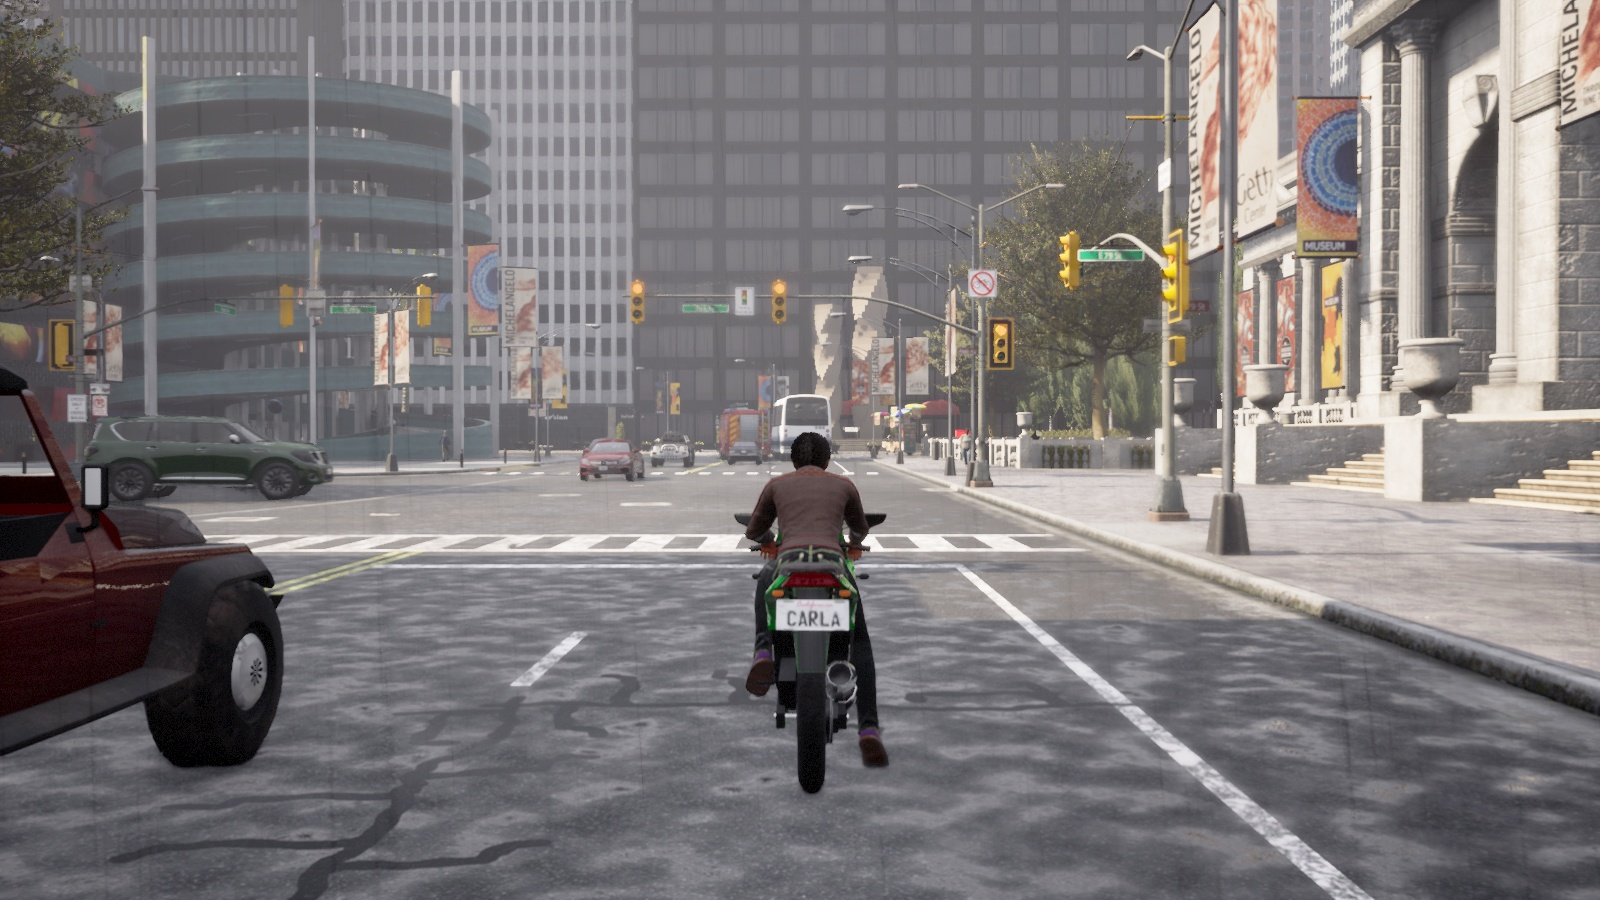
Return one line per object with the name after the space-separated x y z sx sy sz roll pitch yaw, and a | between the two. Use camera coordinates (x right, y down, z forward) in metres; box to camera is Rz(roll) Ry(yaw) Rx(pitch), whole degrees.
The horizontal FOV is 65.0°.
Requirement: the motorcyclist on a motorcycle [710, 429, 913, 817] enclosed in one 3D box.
0.049 0.672 5.960 0.797 1.523 2.044 0 1 0 | motorcyclist on a motorcycle

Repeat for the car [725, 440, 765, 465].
-3.110 0.110 71.960 2.033 1.411 5.357 0 1 0 | car

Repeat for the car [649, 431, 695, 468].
-6.618 -0.063 65.560 1.932 1.855 4.605 0 1 0 | car

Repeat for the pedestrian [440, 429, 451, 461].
-20.102 -0.287 71.216 0.402 1.842 0.726 0 1 -2 | pedestrian

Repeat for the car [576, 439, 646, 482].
-6.728 0.339 45.182 1.812 1.442 4.674 0 1 0 | car

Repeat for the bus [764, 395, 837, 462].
-0.098 -1.435 85.077 3.944 4.253 10.273 0 1 -5 | bus

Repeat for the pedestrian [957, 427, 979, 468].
7.579 -0.128 56.713 0.874 1.855 0.900 0 1 1 | pedestrian

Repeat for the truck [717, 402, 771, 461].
-3.958 -1.242 86.732 2.891 3.827 8.468 0 1 -8 | truck

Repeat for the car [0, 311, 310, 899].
-3.459 0.497 4.466 1.905 1.878 3.866 0 1 0 | car

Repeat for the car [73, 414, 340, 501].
-14.446 0.161 30.914 5.566 2.045 2.150 0 1 -10 | car
